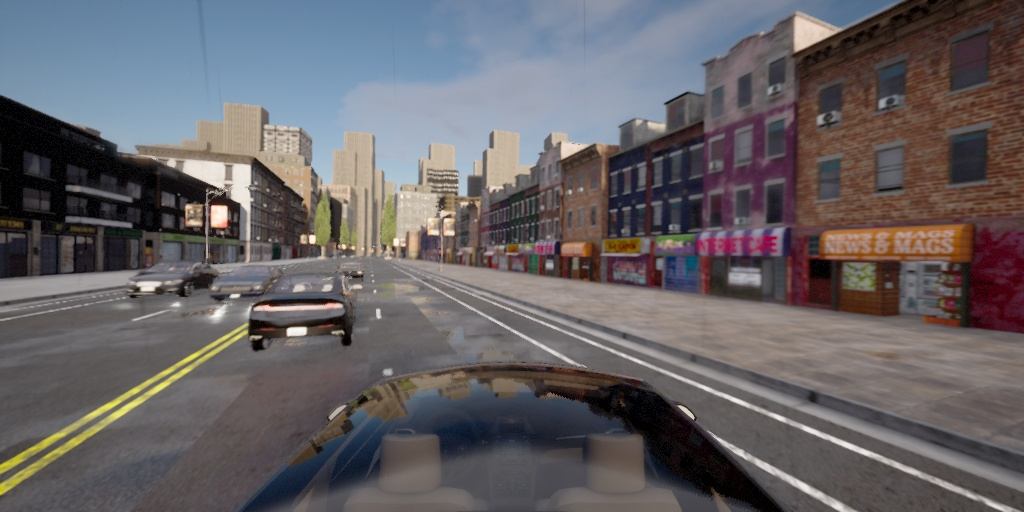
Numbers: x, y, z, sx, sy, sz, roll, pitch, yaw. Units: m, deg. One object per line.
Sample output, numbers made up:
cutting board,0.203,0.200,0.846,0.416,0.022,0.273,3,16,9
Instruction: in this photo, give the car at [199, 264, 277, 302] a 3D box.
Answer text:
car,-11.376,1.100,15.959,2.033,1.411,5.357,1,0,-22

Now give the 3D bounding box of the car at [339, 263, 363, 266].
car,-11.667,1.129,26.022,1.895,1.301,4.718,1,0,-22

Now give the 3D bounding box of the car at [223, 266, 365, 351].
car,-4.821,1.154,8.813,2.128,1.511,4.902,1,0,-22

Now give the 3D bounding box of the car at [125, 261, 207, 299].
car,-14.925,0.993,16.098,2.128,1.511,4.902,1,0,-22
